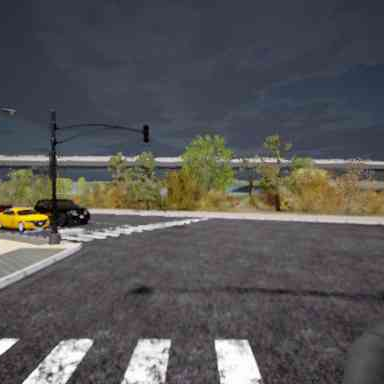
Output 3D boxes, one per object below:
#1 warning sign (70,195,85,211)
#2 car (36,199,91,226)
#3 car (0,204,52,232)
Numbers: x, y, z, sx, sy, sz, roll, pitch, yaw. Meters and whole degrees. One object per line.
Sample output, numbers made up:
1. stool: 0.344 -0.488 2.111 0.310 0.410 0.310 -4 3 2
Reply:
1. warning sign: -14.244 1.357 41.317 1.060 1.860 1.300 1 1 36
2. car: -10.654 1.579 27.000 5.566 2.045 2.150 -1 1 36
3. car: -12.392 1.920 24.254 5.008 1.535 1.882 -1 1 36
